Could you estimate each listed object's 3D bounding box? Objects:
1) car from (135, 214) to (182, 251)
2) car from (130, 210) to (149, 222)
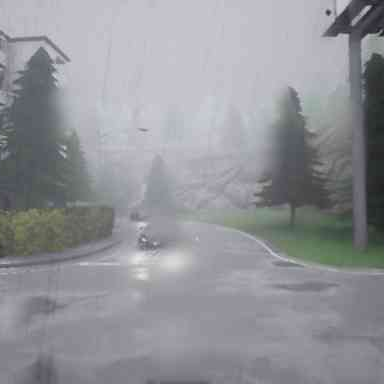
[{"bbox_3d":[-1.578,2.161,17.579,1.837,1.490,4.892,0,-1,2],"label":"car"},{"bbox_3d":[-6.293,2.986,41.422,1.994,1.385,4.181,1,-2,-26],"label":"car"}]
